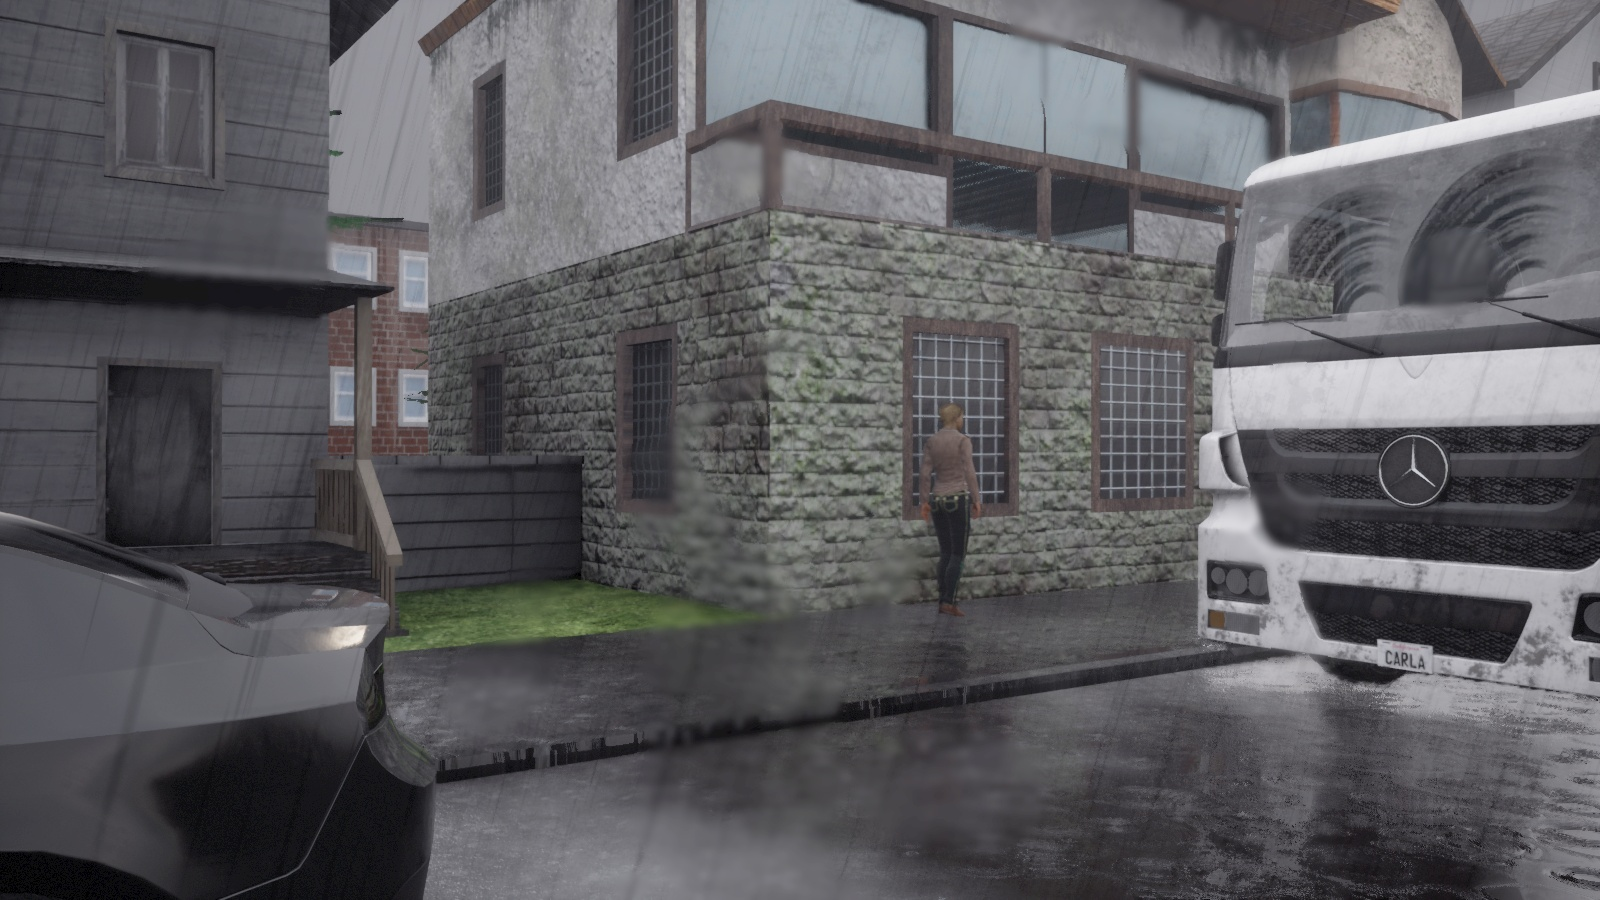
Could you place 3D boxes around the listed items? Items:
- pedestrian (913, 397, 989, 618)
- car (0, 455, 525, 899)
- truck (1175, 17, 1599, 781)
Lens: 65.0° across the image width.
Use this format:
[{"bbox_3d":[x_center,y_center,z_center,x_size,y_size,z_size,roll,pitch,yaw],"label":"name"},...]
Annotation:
[{"bbox_3d":[1.306,0.478,10.818,0.331,1.846,0.634,0,0,43],"label":"pedestrian"},{"bbox_3d":[-3.131,0.761,2.090,4.892,1.490,1.837,0,0,-35],"label":"car"},{"bbox_3d":[6.363,-0.229,8.700,7.936,3.462,2.891,0,0,-35],"label":"truck"}]
